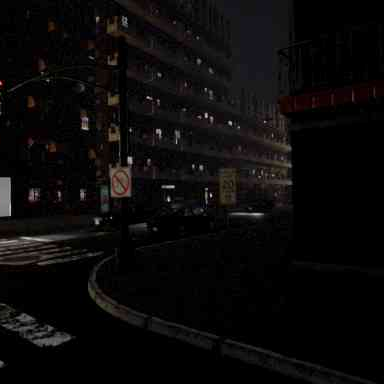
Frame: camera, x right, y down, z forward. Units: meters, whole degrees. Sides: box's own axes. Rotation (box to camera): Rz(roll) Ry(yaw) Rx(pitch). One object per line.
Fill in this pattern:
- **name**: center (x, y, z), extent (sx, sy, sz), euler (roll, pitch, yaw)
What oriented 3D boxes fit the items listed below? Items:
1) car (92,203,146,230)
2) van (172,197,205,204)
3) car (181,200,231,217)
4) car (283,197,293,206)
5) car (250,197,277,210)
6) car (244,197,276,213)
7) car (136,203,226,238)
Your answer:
- **car**: center (-4.018, 1.486, 21.006), extent (2.128, 1.511, 4.902), euler (-1, -1, 35)
- **van**: center (-0.281, 1.365, 30.401), extent (1.690, 1.788, 3.998), euler (-1, -1, 36)
- **car**: center (1.452, 1.574, 28.583), extent (1.895, 1.301, 4.718), euler (-1, -1, 36)
- **car**: center (15.895, 1.496, 52.866), extent (1.752, 1.417, 4.829), euler (-1, -1, 36)
- **car**: center (9.484, 1.431, 43.964), extent (1.967, 1.590, 4.097), euler (-1, -1, 36)
- **car**: center (7.510, 1.478, 36.984), extent (1.812, 1.442, 4.674), euler (-1, -1, 36)
- **car**: center (-0.391, 1.435, 16.756), extent (2.008, 1.369, 4.403), euler (-1, -1, 36)
